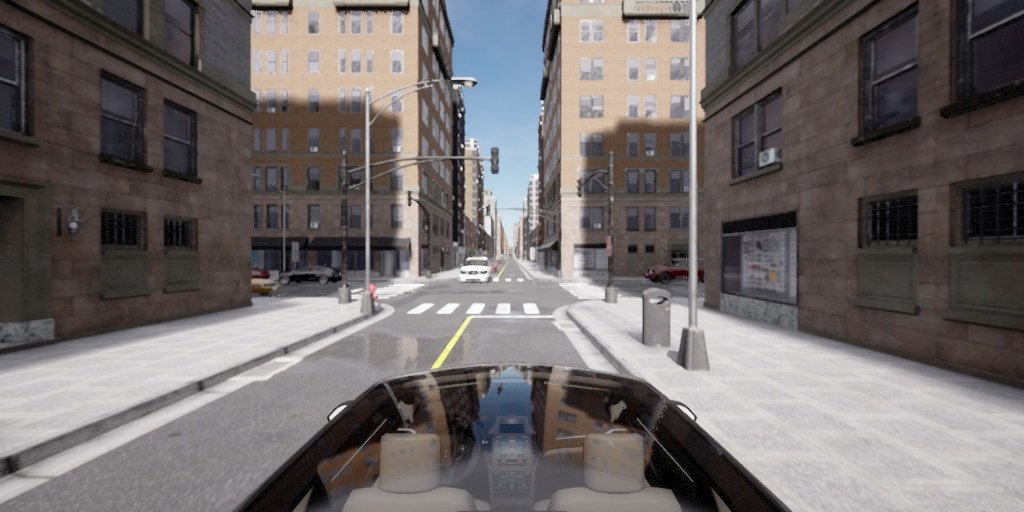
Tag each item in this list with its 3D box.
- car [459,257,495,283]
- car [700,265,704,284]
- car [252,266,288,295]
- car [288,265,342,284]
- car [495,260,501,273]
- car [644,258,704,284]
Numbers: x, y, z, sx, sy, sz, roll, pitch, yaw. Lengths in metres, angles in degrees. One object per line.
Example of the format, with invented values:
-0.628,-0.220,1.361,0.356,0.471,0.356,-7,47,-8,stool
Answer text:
-2.753,1.123,28.119,2.150,2.045,5.566,0,1,0,car
12.497,1.301,18.075,4.829,1.417,1.751,0,0,0,car
-14.386,1.323,18.110,4.829,1.417,1.751,0,0,0,car
-14.537,1.336,26.135,4.313,1.339,1.948,0,0,0,car
-2.756,1.100,43.428,2.097,1.767,4.553,0,-1,0,car
12.346,1.062,26.101,5.009,1.841,2.192,0,0,0,car
